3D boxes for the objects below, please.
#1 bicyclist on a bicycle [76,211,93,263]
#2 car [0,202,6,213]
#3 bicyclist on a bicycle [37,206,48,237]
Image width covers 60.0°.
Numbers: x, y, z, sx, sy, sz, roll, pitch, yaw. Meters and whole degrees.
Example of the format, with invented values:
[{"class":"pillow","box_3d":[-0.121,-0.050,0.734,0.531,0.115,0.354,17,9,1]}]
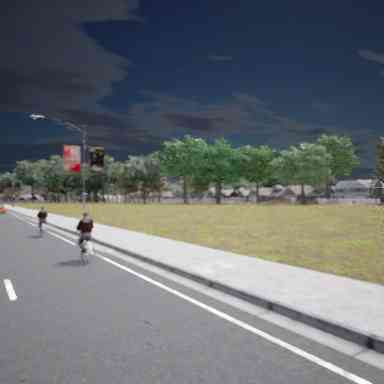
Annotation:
[{"class":"bicyclist on a bicycle","box_3d":[-3.874,1.574,11.903,0.659,1.776,1.843,0,-1,-33]},{"class":"car","box_3d":[-29.166,2.271,49.701,2.097,1.767,4.553,0,-1,-33]},{"class":"bicyclist on a bicycle","box_3d":[-8.855,1.715,19.636,0.659,1.776,1.843,0,-1,-33]}]
